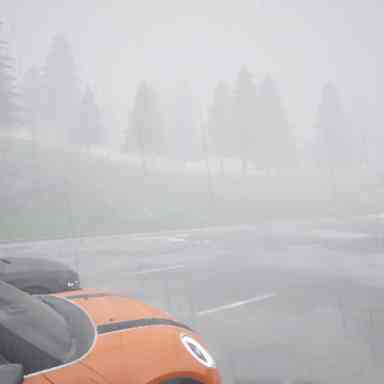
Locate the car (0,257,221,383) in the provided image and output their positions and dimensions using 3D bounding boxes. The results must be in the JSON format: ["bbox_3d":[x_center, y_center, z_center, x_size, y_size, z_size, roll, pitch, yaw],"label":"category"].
[{"bbox_3d":[-1.935,1.353,2.368,4.553,1.767,2.097,0,0,-36],"label":"car"}]

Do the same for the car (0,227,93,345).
[{"bbox_3d":[-4.221,1.505,5.035,4.892,1.490,1.837,0,0,-36],"label":"car"}]
